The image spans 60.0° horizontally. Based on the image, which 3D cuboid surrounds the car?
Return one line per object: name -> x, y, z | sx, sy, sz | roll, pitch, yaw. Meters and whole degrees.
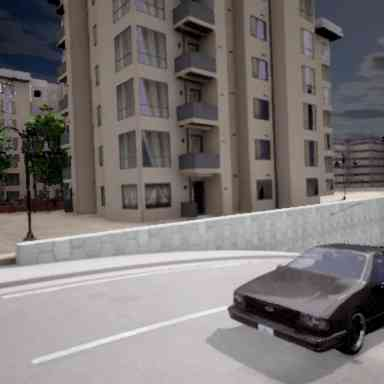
car -> 3.168, 1.769, 6.650 | 5.357, 1.411, 2.033 | 3, -2, -39
